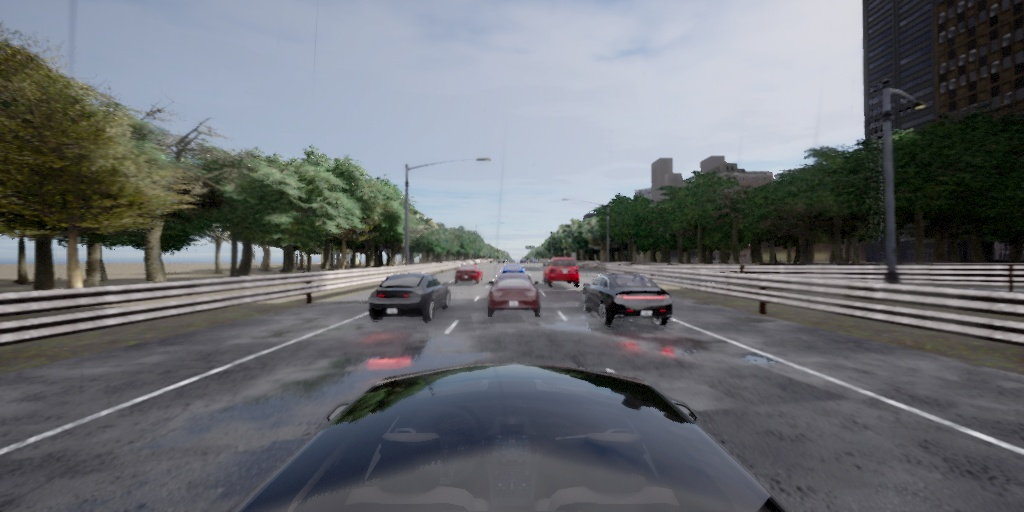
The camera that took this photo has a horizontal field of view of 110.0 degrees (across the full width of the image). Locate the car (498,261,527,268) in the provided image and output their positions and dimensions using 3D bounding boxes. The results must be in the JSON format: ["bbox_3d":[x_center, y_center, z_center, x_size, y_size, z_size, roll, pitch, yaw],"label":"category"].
[{"bbox_3d":[0.083,1.410,29.178,1.882,1.535,5.008,0,0,0],"label":"car"}]

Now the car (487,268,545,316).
[{"bbox_3d":[0.075,1.370,13.675,1.812,1.442,4.674,0,0,0],"label":"car"}]

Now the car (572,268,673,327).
[{"bbox_3d":[3.567,1.321,11.888,2.128,1.511,4.902,0,-1,0],"label":"car"}]

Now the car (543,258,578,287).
[{"bbox_3d":[3.570,1.148,26.553,2.150,2.045,5.566,0,0,1],"label":"car"}]

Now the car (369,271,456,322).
[{"bbox_3d":[-3.427,1.343,12.734,1.837,1.490,4.892,0,0,0],"label":"car"}]

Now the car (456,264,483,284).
[{"bbox_3d":[-3.415,1.410,29.114,1.882,1.535,5.008,0,0,0],"label":"car"}]
